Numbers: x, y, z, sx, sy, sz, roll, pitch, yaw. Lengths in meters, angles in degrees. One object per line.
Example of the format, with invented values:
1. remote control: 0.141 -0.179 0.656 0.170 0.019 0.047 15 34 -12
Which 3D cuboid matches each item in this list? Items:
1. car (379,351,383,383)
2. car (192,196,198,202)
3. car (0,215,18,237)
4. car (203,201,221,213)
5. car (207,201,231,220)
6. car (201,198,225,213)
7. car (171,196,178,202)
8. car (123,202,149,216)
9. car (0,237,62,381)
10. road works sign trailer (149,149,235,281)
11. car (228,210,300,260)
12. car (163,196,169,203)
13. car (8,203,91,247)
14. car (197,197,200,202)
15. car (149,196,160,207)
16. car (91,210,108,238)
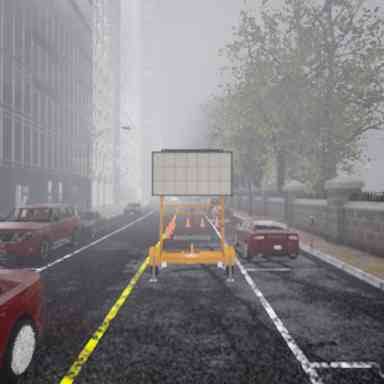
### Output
1. car: 2.693 1.561 1.576 2.008 1.369 4.403 0 0 0
2. car: 1.201 1.865 84.941 2.008 1.369 4.403 0 0 -1
3. car: -5.831 1.485 7.086 1.967 1.590 4.097 0 0 0
4. car: 2.363 1.771 40.479 1.802 1.307 4.206 0 0 -1
5. car: 2.627 1.734 29.355 1.802 1.307 4.206 0 0 -1
6. car: 2.510 1.487 34.921 2.192 1.841 5.009 0 0 -1
7. car: -4.500 1.839 85.058 1.812 1.442 4.674 0 0 -2
8. car: -6.021 1.737 34.951 1.947 1.339 4.313 0 0 -1
9. car: -3.003 1.495 2.656 1.882 1.535 5.008 0 0 0
10. road works sign trailer: 0.002 0.525 9.985 2.380 3.560 2.880 0 0 0
11. car: 2.696 1.620 12.697 1.887 1.381 4.507 0 0 0
12. car: -7.181 1.613 79.424 2.192 1.841 5.009 0 0 -1
13. car: -5.829 1.390 12.646 2.192 1.841 5.009 0 0 0
14. car: 2.218 1.756 46.036 2.008 1.369 4.403 0 0 -1
15. car: -6.602 1.818 57.191 1.802 1.307 4.206 0 0 -1
16. car: -5.828 1.669 18.205 1.947 1.339 4.313 0 0 0
